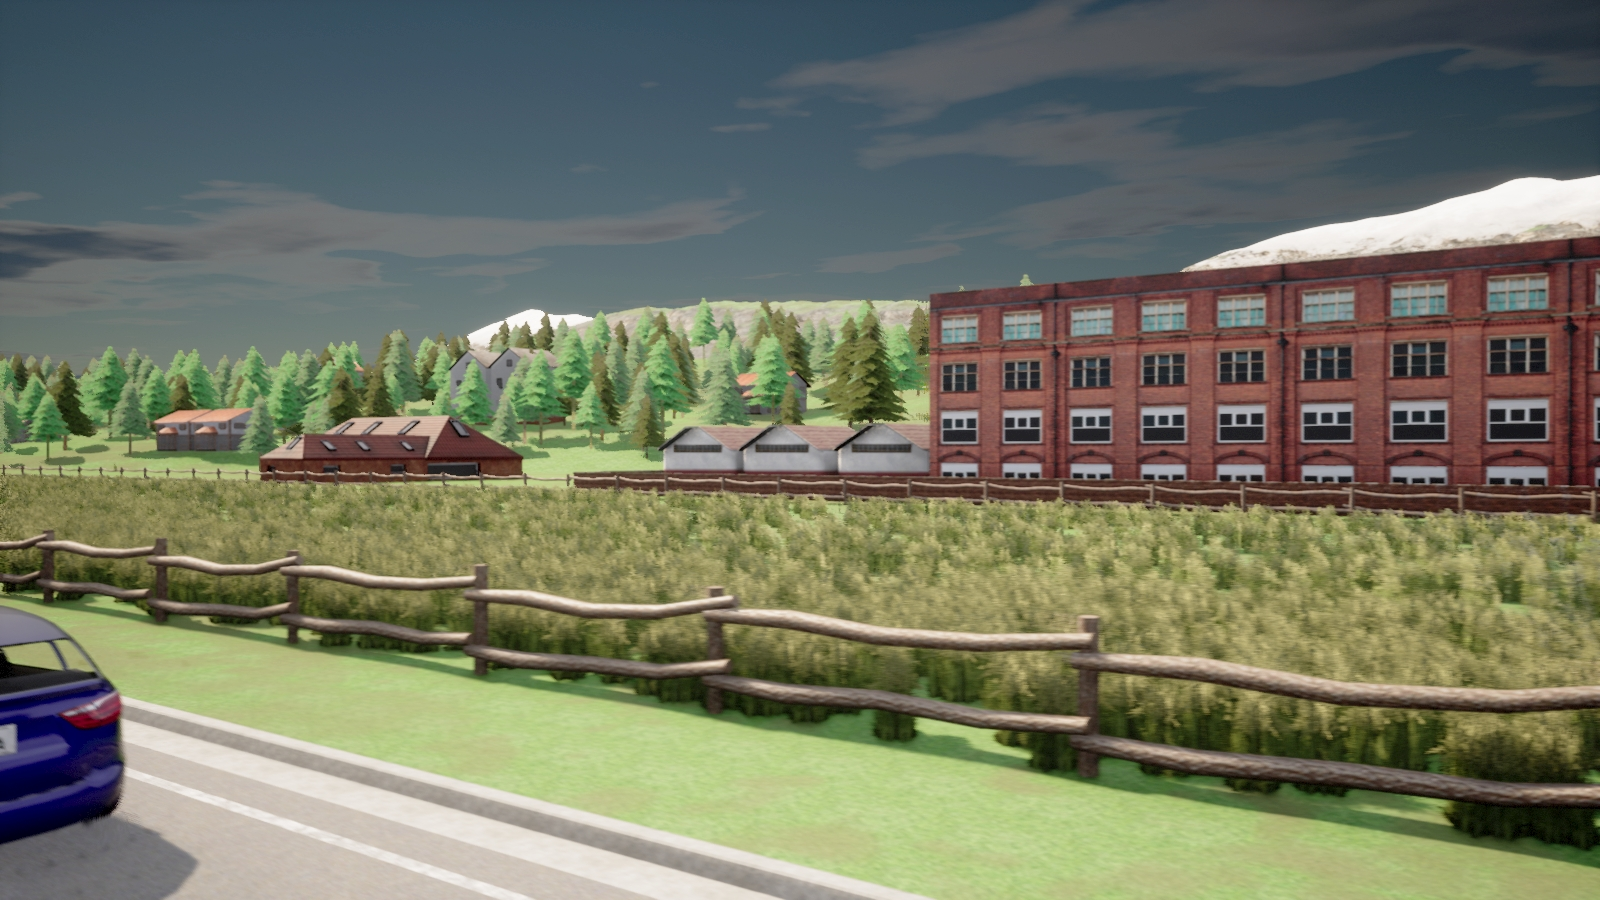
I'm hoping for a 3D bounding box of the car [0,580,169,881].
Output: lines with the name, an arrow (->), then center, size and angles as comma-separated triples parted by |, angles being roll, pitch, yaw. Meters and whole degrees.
car -> -7.146, 1.975, 8.728 | 4.611, 1.667, 2.242 | 0, 0, 35
